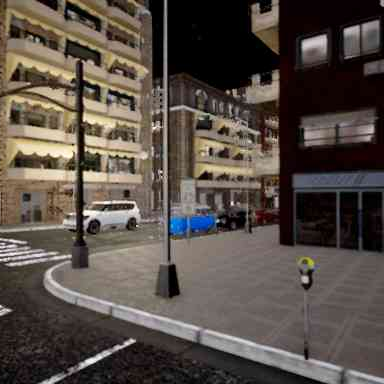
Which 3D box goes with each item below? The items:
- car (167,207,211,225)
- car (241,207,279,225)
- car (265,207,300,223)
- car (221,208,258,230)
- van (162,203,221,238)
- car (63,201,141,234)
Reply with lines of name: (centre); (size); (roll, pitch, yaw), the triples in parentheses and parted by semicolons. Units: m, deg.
car: (-0.165, 2.165, 30.609); (1.994, 1.385, 4.181); (0, -1, 35)
car: (6.151, 2.217, 29.582); (1.802, 1.307, 4.206); (-2, -2, 35)
car: (9.359, 2.293, 34.100); (2.008, 1.369, 4.403); (-2, -2, 35)
car: (2.943, 2.095, 25.067); (1.947, 1.339, 4.313); (-2, -2, 35)
van: (-0.128, 1.763, 20.459); (1.690, 1.788, 3.998); (-2, -2, 35)
car: (-5.909, 1.633, 22.565); (2.150, 2.045, 5.566); (0, -1, 34)
